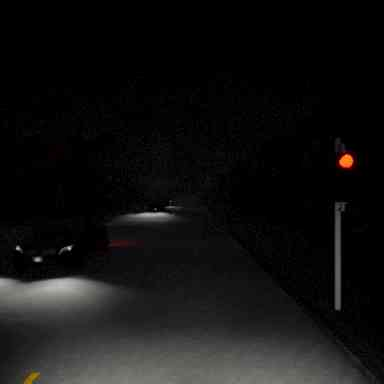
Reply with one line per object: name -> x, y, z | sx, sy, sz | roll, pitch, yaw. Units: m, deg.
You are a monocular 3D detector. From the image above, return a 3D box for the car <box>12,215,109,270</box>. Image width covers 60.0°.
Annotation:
car -> -4.101, 1.526, 11.179 | 1.812, 1.442, 4.674 | 0, 0, 0

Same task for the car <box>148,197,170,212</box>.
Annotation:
car -> -4.087, 1.601, 39.454 | 1.895, 1.301, 4.718 | 0, 0, 0

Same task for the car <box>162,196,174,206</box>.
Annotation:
car -> -4.063, 1.351, 52.804 | 2.097, 1.767, 4.553 | 0, 0, 0
